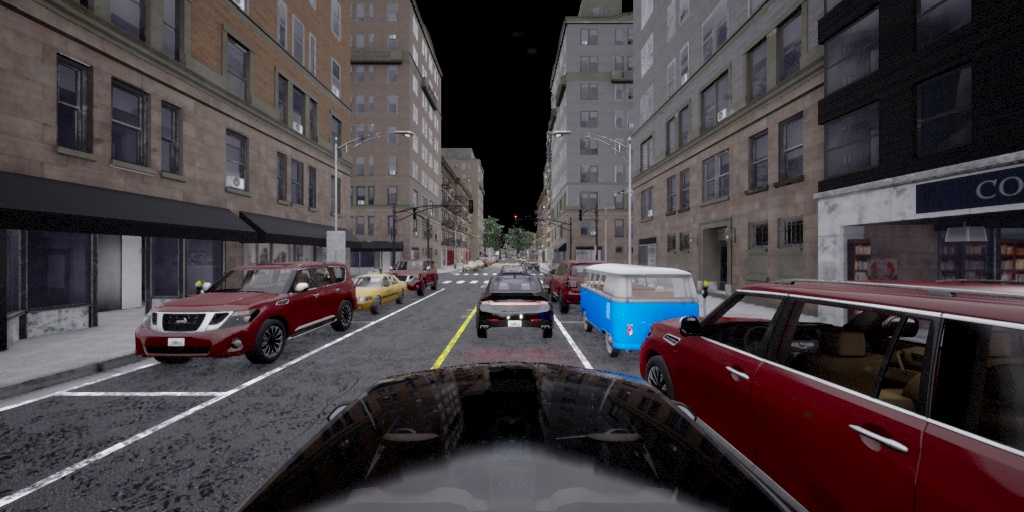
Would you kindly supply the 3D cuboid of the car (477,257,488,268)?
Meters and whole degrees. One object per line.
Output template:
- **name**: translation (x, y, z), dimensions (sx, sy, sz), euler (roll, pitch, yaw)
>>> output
- **car**: translation (-5.371, 1.272, 57.432), dimensions (1.751, 1.417, 4.829), euler (0, 0, 0)

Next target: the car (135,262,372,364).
- **car**: translation (-5.394, 1.064, 8.274), dimensions (2.192, 1.841, 5.009), euler (0, 0, 0)

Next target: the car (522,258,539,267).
- **car**: translation (2.670, 1.297, 46.633), dimensions (2.007, 1.370, 4.403), euler (0, 0, 0)

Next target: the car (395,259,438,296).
- **car**: translation (-5.388, 1.063, 19.631), dimensions (2.192, 1.841, 5.009), euler (0, 0, 0)

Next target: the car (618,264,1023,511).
- **car**: translation (2.638, 1.065, 2.587), dimensions (2.192, 1.841, 5.009), euler (0, 0, 0)

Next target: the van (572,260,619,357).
- **van**: translation (2.642, 1.091, 8.266), dimensions (1.690, 1.789, 3.998), euler (0, 0, 0)

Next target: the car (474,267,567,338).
- **car**: translation (0.079, 1.241, 10.140), dimensions (2.128, 1.511, 4.902), euler (0, 0, 0)

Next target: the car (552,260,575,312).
- **car**: translation (2.646, 1.064, 13.945), dimensions (2.192, 1.841, 5.009), euler (0, 0, 0)

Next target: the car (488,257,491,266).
- **car**: translation (-5.365, 1.061, 63.084), dimensions (2.192, 1.841, 5.009), euler (0, 0, 0)

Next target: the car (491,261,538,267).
- **car**: translation (0.082, 1.240, 20.191), dimensions (2.128, 1.511, 4.902), euler (0, 0, -1)

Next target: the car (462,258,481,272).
- **car**: translation (-5.383, 1.272, 46.468), dimensions (1.751, 1.417, 4.829), euler (0, 0, 0)

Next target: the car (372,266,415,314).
- **car**: translation (-5.391, 1.275, 13.782), dimensions (1.751, 1.417, 4.829), euler (0, 0, 0)
